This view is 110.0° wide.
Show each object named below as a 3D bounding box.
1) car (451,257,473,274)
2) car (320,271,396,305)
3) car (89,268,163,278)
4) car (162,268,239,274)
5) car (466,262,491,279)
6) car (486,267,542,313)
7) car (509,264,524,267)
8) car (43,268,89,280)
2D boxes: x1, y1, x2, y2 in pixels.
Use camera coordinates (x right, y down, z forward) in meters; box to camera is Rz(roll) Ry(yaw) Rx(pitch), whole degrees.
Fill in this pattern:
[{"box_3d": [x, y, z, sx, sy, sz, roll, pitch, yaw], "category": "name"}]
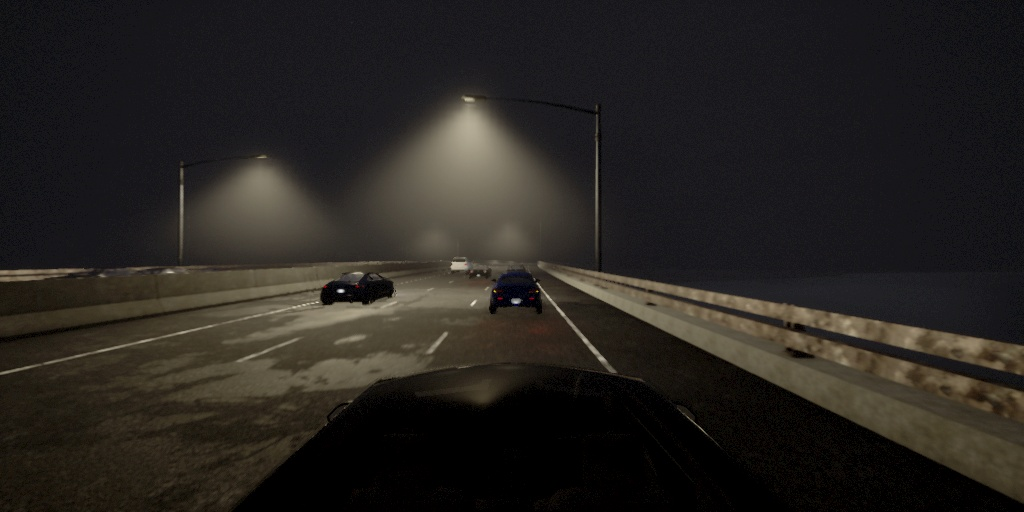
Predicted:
[{"box_3d": [-6.322, 1.205, 45.872, 2.150, 2.045, 5.566, 0, 0, 2], "category": "car"}, {"box_3d": [-6.831, 1.382, 16.349, 1.994, 1.385, 4.181, 0, 0, 1], "category": "car"}, {"box_3d": [-20.885, 1.414, 21.350, 2.033, 1.411, 5.357, 0, 0, 1], "category": "car"}, {"box_3d": [-17.389, 1.404, 21.094, 1.994, 1.385, 4.181, 0, 0, 1], "category": "car"}, {"box_3d": [-3.059, 1.522, 35.567, 1.895, 1.301, 4.718, 0, 0, 1], "category": "car"}, {"box_3d": [0.153, 1.337, 14.269, 1.812, 1.442, 4.674, 0, 0, 0], "category": "car"}, {"box_3d": [0.391, 1.456, 33.101, 2.033, 1.411, 5.357, 0, 0, 1], "category": "car"}, {"box_3d": [-24.385, 1.395, 21.391, 2.033, 1.411, 5.357, 0, 0, 1], "category": "car"}]
